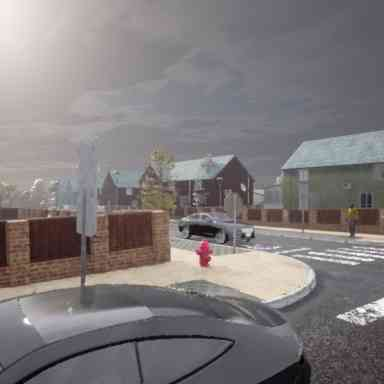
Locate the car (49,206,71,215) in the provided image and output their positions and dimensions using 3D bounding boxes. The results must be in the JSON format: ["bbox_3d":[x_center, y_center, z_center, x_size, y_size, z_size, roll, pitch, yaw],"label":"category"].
[{"bbox_3d":[-15.740,2.722,40.978,1.895,1.301,4.718,1,-2,-35],"label":"car"}]

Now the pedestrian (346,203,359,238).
[{"bbox_3d":[8.439,1.463,17.508,0.375,1.860,0.375,0,0,-36],"label":"pedestrian"}]

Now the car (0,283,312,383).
[{"bbox_3d":[-1.061,1.526,2.324,4.674,1.442,1.812,0,0,-35],"label":"car"}]

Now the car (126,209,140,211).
[{"bbox_3d":[-4.436,2.073,25.293,2.128,1.511,4.902,1,-2,-36],"label":"car"}]

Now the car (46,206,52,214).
[{"bbox_3d":[-23.603,3.175,56.811,1.837,1.490,4.892,1,-3,-36],"label":"car"}]

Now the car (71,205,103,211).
[{"bbox_3d":[-10.059,2.201,33.087,2.097,1.767,4.553,1,-2,-36],"label":"car"}]

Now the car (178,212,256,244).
[{"bbox_3d":[1.185,1.810,17.568,2.128,1.511,4.902,2,-3,-37],"label":"car"}]
